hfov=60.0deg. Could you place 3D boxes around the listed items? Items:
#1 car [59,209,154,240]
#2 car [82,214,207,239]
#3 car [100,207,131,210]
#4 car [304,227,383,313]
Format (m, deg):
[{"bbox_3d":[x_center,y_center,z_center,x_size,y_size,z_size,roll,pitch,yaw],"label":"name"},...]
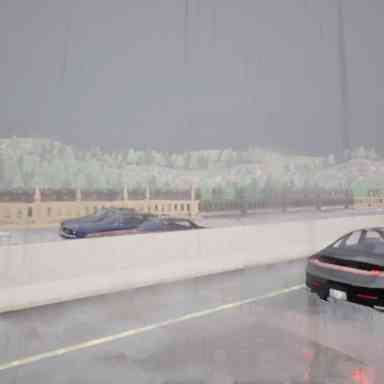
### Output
[{"bbox_3d":[-3.224,1.609,14.650,4.718,1.301,1.895,0,0,-36],"label":"car"},{"bbox_3d":[-1.154,1.607,11.828,4.718,1.301,1.895,0,0,-36],"label":"car"},{"bbox_3d":[-4.303,1.558,18.194,5.357,1.411,2.033,0,0,-36],"label":"car"},{"bbox_3d":[4.399,1.493,6.987,4.902,1.511,2.128,0,0,-36],"label":"car"}]
